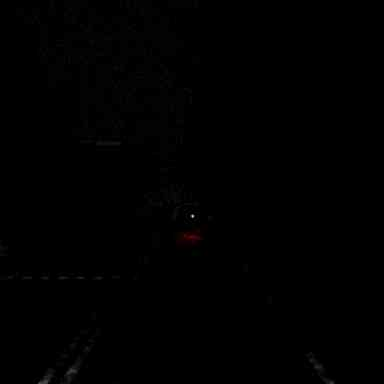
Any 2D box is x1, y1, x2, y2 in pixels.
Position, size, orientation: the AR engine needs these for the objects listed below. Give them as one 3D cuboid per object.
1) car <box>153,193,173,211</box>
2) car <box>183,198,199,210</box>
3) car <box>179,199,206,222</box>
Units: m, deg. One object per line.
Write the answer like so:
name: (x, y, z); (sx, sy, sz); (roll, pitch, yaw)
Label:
car: (-3.519, 1.199, 41.119); (2.150, 2.045, 5.566); (0, 0, -1)
car: (-0.191, 1.534, 42.766); (1.994, 1.385, 4.181); (0, 0, -1)
car: (0.031, 1.501, 26.215); (1.837, 1.490, 4.892); (0, 0, 0)
